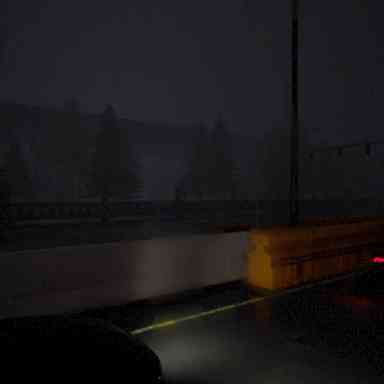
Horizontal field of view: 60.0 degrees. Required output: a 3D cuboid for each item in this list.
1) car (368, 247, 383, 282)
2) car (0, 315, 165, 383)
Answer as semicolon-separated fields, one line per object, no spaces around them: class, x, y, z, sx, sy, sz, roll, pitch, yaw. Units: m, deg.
car;6.581;1.593;8.444;5.357;1.411;2.033;0;0;-35
car;-2.443;1.499;2.002;4.892;1.490;1.837;1;-1;-36
